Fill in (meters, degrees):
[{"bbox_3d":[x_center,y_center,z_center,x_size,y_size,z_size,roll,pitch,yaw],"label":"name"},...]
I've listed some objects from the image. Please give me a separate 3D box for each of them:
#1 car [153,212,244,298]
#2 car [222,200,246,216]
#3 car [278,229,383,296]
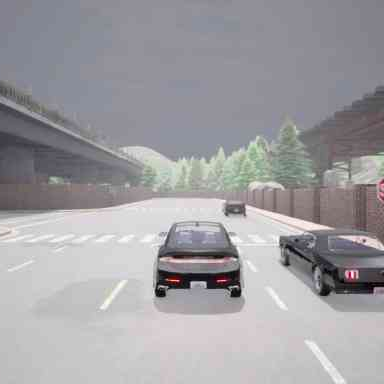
[{"bbox_3d":[0.144,1.492,8.526,2.128,1.511,4.902,0,0,1],"label":"car"},{"bbox_3d":[4.010,1.477,32.037,1.882,1.535,5.008,0,0,1],"label":"car"},{"bbox_3d":[3.646,1.601,8.568,1.895,1.301,4.718,0,0,1],"label":"car"}]
